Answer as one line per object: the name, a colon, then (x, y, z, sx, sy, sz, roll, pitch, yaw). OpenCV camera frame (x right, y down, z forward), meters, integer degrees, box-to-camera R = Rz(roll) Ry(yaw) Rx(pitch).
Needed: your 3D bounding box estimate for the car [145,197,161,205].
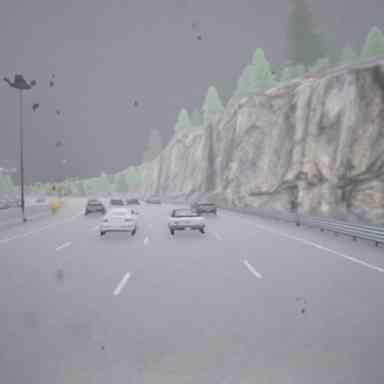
car: (-7.433, 1.682, 63.165, 2.033, 1.411, 5.357, -1, 0, -22)

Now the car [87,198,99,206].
car: (-18.371, 1.822, 61.804, 1.837, 1.490, 4.892, -1, 0, -20)

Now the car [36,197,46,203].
car: (-36.809, 2.027, 81.330, 2.033, 1.411, 5.357, -1, 0, -20)

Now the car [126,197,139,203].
car: (-11.353, 1.705, 62.986, 1.837, 1.490, 4.892, -1, 0, -20)

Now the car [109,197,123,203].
car: (-13.653, 1.715, 59.504, 1.882, 1.535, 5.008, 0, 0, -21)

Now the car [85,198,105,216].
car: (-10.396, 1.671, 35.812, 2.128, 1.511, 4.902, -1, 0, -13)

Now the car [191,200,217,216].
car: (1.062, 1.479, 32.352, 2.128, 1.511, 4.902, -1, 0, -10)

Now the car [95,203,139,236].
car: (-4.049, 1.597, 18.872, 1.812, 1.442, 4.674, -1, 0, -7)

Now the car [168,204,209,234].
car: (-0.447, 1.612, 19.379, 1.895, 1.301, 4.718, -1, 0, -6)

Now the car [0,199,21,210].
car: (-22.756, 1.740, 42.071, 2.097, 1.767, 4.553, -1, 0, -14)
